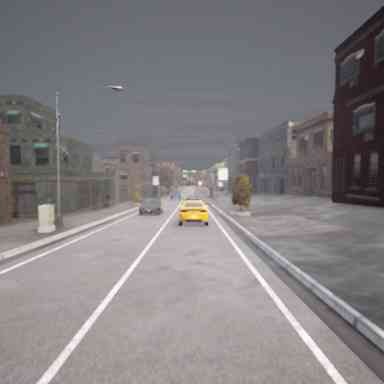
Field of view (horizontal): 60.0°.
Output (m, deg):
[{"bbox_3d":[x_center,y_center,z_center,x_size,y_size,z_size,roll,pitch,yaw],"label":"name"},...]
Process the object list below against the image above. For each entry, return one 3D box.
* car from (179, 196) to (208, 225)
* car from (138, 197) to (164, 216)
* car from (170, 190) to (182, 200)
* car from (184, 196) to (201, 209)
[{"bbox_3d":[0.100,1.329,22.981,1.882,1.535,5.008,0,1,0],"label":"car"},{"bbox_3d":[-3.588,1.283,29.890,1.837,1.490,4.892,0,1,0],"label":"car"},{"bbox_3d":[-3.448,0.619,71.922,2.150,2.045,5.566,0,0,0],"label":"car"},{"bbox_3d":[0.080,1.204,41.397,2.033,1.411,5.357,0,1,0],"label":"car"}]
